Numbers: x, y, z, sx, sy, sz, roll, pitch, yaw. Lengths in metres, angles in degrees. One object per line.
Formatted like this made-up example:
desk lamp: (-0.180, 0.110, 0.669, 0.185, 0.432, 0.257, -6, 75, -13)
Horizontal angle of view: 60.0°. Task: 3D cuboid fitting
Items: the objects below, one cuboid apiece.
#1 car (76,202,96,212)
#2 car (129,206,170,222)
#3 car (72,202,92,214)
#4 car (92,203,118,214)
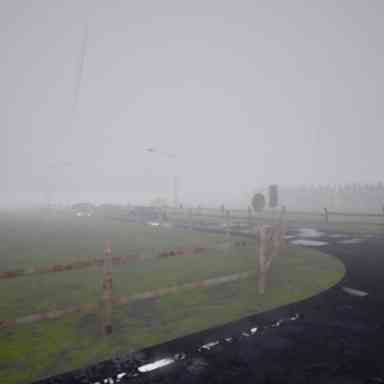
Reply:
car: (-18.058, 2.484, 56.672, 1.882, 1.535, 5.008, 0, -1, -34)
car: (-4.120, 2.007, 31.186, 2.033, 1.411, 5.357, 0, -1, -34)
car: (-16.559, 2.395, 49.568, 1.837, 1.490, 4.892, 0, -1, -34)
car: (-12.448, 2.359, 48.533, 2.033, 1.411, 5.357, 0, -1, -34)
